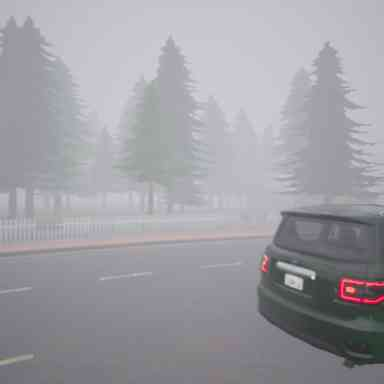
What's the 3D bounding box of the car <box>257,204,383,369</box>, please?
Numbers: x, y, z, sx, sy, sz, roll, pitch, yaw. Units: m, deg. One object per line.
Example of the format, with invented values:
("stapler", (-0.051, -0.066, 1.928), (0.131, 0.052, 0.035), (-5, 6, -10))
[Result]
("car", (3.663, 1.233, 5.330), (5.566, 2.045, 2.150), (1, 0, -27))
